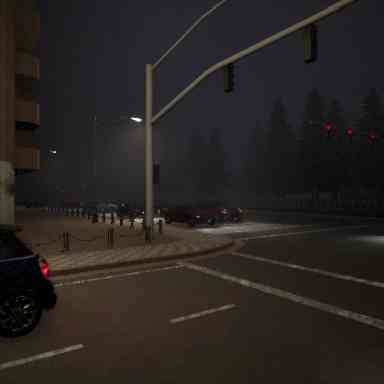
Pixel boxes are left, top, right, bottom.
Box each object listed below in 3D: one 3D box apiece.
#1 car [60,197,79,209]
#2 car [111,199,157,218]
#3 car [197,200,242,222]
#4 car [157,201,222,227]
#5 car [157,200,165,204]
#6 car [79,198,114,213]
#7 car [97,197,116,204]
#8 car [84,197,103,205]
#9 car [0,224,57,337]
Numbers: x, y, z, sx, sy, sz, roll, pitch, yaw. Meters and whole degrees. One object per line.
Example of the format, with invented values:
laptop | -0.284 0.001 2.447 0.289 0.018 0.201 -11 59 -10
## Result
car | -17.256 1.533 47.131 1.882 1.535 5.008 0 0 -35
car | -5.403 1.619 30.602 1.994 1.385 4.181 0 0 -36
car | 1.895 1.407 26.465 2.097 1.767 4.553 0 0 -36
car | -0.286 1.581 23.533 1.812 1.442 4.674 0 0 -37
car | -3.342 1.547 33.734 2.128 1.511 4.902 0 0 -36
car | -11.146 1.656 38.586 1.895 1.301 4.718 0 0 -36
car | -16.662 1.656 64.508 1.895 1.301 4.718 0 0 -36
car | -17.987 1.656 60.388 1.895 1.301 4.718 0 0 -36
car | -4.586 1.351 5.022 4.553 1.767 2.097 0 0 -35
